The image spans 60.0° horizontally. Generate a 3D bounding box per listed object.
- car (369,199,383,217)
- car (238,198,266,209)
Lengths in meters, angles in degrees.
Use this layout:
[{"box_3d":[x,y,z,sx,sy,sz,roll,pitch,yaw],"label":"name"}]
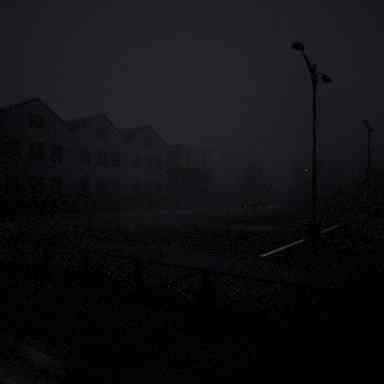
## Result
[{"box_3d":[15.523,1.298,26.745,2.007,1.523,4.514,0,0,35],"label":"car"},{"box_3d":[7.748,1.409,42.215,1.895,1.301,4.718,0,0,36],"label":"car"}]
